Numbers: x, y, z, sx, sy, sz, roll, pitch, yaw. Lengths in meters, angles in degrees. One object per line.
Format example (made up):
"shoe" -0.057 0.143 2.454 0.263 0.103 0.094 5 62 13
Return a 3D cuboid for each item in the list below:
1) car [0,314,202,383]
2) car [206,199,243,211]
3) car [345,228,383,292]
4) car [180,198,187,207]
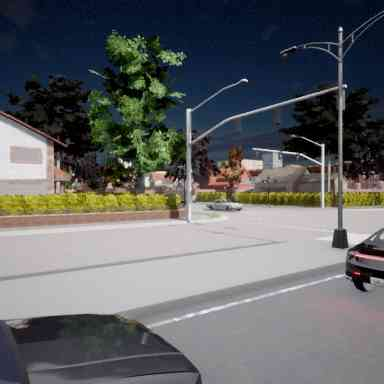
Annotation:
"car" -2.446 1.543 2.001 5.357 1.411 2.033 0 0 -36
"car" 3.754 1.505 38.422 1.895 1.301 4.718 0 0 -36
"car" 5.496 1.474 7.651 4.902 1.511 2.128 0 0 -35
"car" -2.129 1.483 46.593 1.895 1.301 4.718 0 0 -36
